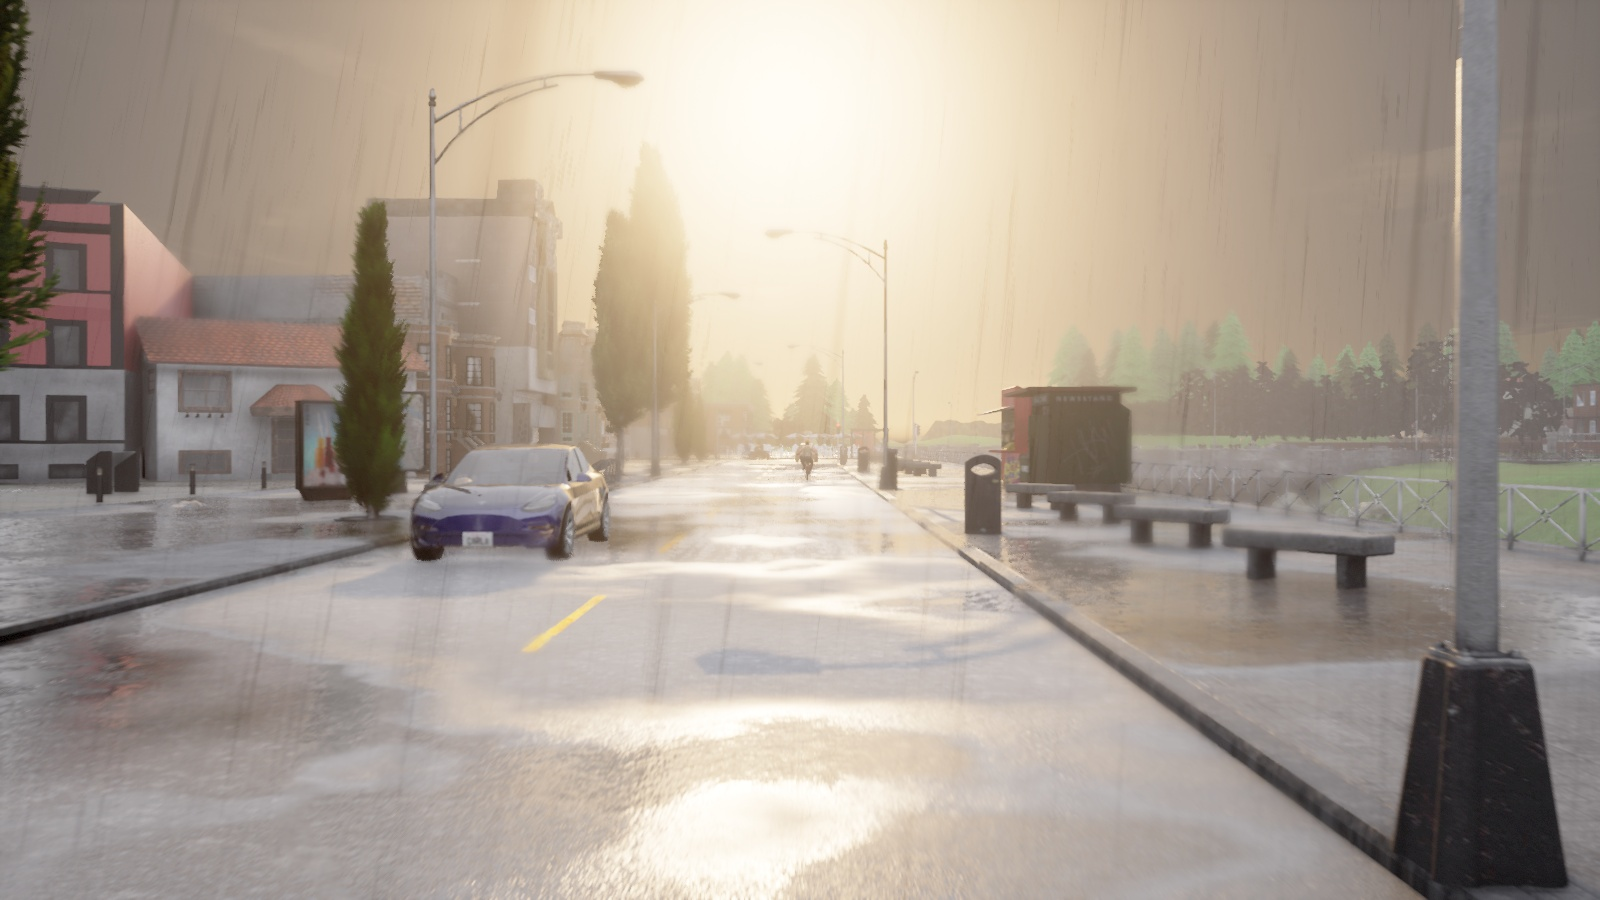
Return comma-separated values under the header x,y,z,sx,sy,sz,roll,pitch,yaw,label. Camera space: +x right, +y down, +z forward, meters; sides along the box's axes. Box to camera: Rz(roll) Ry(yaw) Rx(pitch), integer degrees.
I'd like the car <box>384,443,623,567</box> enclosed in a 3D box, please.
x,y,z,sx,sy,sz,roll,pitch,yaw,label
-3.887,0.645,17.446,2.163,1.488,4.792,0,0,0,car

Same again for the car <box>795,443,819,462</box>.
x,y,z,sx,sy,sz,roll,pitch,yaw,label
0.516,0.206,98.336,1.816,1.474,4.193,0,0,-1,car
